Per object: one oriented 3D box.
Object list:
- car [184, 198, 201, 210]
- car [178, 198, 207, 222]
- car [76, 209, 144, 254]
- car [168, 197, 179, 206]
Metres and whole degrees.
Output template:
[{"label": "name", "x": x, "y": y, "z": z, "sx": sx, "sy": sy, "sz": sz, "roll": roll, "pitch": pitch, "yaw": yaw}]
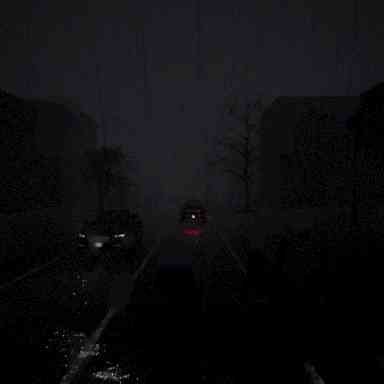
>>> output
[{"label": "car", "x": 0.104, "y": 1.481, "z": 42.881, "sx": 2.033, "sy": 1.411, "sz": 5.357, "roll": 0, "pitch": 0, "yaw": 0}, {"label": "car", "x": 0.102, "y": 1.470, "z": 25.764, "sx": 1.837, "sy": 1.490, "sz": 4.892, "roll": 0, "pitch": 0, "yaw": 0}, {"label": "car", "x": -3.099, "y": 1.478, "z": 13.434, "sx": 2.128, "sy": 1.511, "sz": 4.902, "roll": 0, "pitch": 0, "yaw": 0}, {"label": "car", "x": -3.050, "y": 1.505, "z": 55.918, "sx": 2.128, "sy": 1.511, "sz": 4.902, "roll": 0, "pitch": -1, "yaw": 0}]
